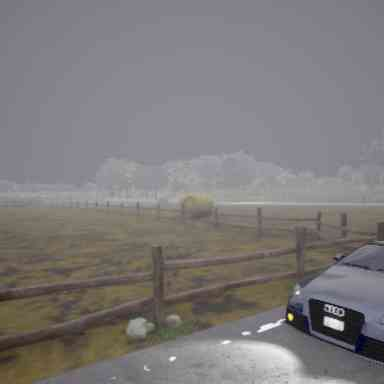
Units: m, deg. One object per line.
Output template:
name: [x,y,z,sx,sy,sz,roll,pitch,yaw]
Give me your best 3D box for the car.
car: [3.498,1.559,5.566,4.181,1.385,1.994,0,0,-36]
